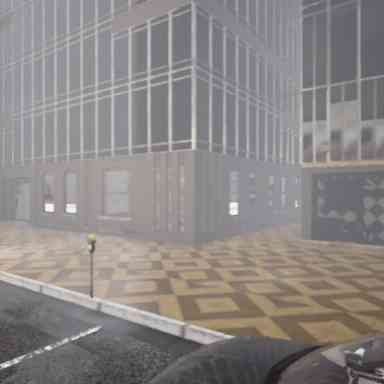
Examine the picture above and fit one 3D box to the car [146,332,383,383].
[{"bbox_3d":[1.554,1.550,1.766,4.403,1.369,2.008,0,0,35],"label":"car"}]
